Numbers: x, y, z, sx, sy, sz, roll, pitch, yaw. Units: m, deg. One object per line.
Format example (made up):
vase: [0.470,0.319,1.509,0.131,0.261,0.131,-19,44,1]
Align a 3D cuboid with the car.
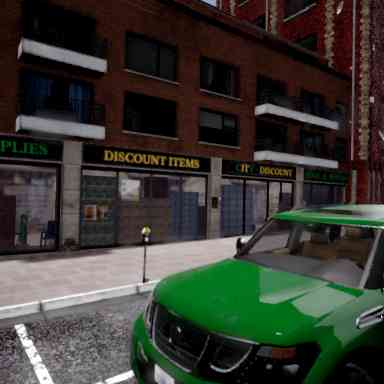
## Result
car: [2.014,1.225,4.392,5.566,2.045,2.150,0,0,-36]
